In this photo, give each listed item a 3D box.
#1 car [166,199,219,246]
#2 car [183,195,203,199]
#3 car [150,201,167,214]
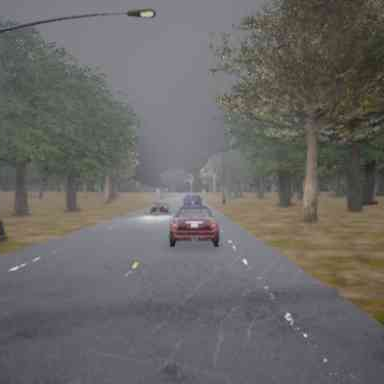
[{"bbox_3d":[0.097,1.390,15.686,2.097,1.767,4.553,0,0,0],"label":"car"},{"bbox_3d":[0.092,1.301,37.878,2.150,2.045,5.566,0,0,0],"label":"car"},{"bbox_3d":[-3.507,1.678,36.787,1.895,1.301,4.718,0,0,0],"label":"car"}]
